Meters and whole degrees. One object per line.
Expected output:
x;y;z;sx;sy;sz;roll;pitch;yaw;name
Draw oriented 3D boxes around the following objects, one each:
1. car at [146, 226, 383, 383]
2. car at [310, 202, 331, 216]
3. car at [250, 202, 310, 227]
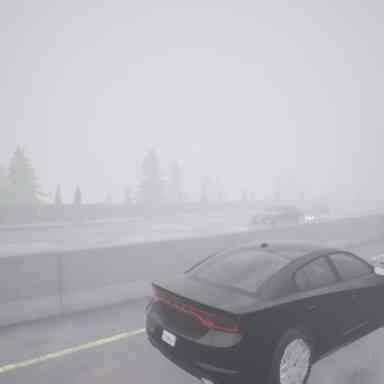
1.696;1.497;5.278;5.008;1.535;1.882;0;0;-38;car
12.593;1.700;34.269;4.181;1.385;1.994;0;0;-43;car
6.083;1.603;23.388;4.892;1.490;1.837;0;0;-43;car
